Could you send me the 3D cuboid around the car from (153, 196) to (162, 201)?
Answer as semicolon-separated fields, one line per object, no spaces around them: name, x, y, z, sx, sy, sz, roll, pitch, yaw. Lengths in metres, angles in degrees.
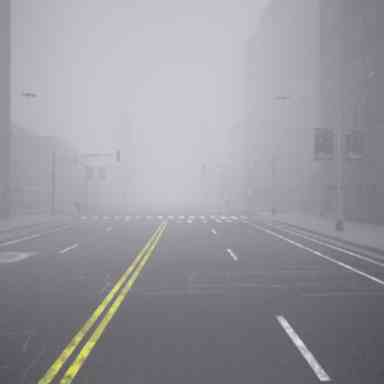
car;-8.816;1.628;85.157;2.097;1.767;4.553;0;0;-6
